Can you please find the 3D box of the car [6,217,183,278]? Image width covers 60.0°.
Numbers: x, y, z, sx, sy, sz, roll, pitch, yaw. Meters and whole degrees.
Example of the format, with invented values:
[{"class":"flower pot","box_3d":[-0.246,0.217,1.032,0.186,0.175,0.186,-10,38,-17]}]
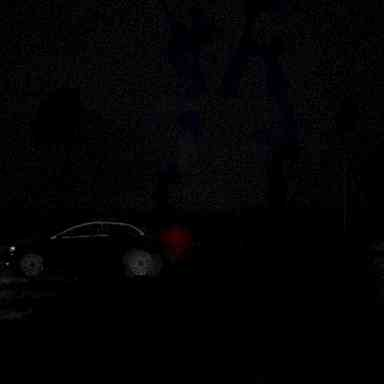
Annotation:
[{"class":"car","box_3d":[-2.704,1.496,9.600,4.902,1.511,2.128,-1,0,1]}]
